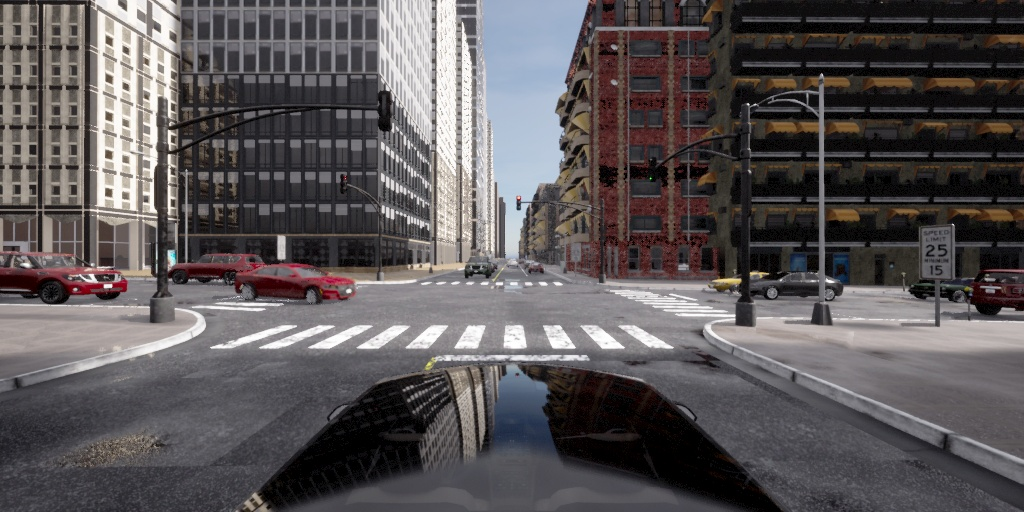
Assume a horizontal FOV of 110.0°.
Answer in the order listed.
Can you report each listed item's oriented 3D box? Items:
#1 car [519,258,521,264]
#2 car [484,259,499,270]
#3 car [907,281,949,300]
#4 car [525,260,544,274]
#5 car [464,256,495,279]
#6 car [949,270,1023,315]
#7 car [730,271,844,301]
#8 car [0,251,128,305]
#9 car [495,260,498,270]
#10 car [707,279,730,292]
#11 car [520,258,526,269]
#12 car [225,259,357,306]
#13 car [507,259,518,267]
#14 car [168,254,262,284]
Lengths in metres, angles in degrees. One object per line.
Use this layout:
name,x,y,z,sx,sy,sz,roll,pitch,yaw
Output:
car,2.719,1.321,60.236,2.007,1.370,4.403,0,0,0
car,-3.064,1.244,53.921,1.882,1.535,5.008,0,0,0
car,24.649,1.835,19.460,4.718,1.301,1.895,1,0,0
car,2.760,1.341,41.671,1.802,1.307,4.207,0,0,0
car,-3.085,0.977,33.574,2.150,2.045,5.566,0,0,0
car,20.604,1.461,13.669,5.009,1.841,2.192,0,0,0
car,14.922,1.562,19.350,4.892,1.490,1.837,1,0,2
car,-17.570,0.757,13.321,5.009,1.841,2.192,0,0,0
car,-3.073,1.286,43.648,1.812,1.442,4.674,0,0,0
car,14.640,1.587,21.968,4.829,1.417,1.751,0,0,0
car,2.715,1.317,54.588,2.007,1.370,4.403,0,0,0
car,-8.975,1.091,14.978,5.008,1.535,1.882,1,0,13
car,0.136,1.299,64.877,1.812,1.442,4.674,0,0,0
car,-17.701,0.776,21.701,5.009,1.841,2.192,0,0,0
